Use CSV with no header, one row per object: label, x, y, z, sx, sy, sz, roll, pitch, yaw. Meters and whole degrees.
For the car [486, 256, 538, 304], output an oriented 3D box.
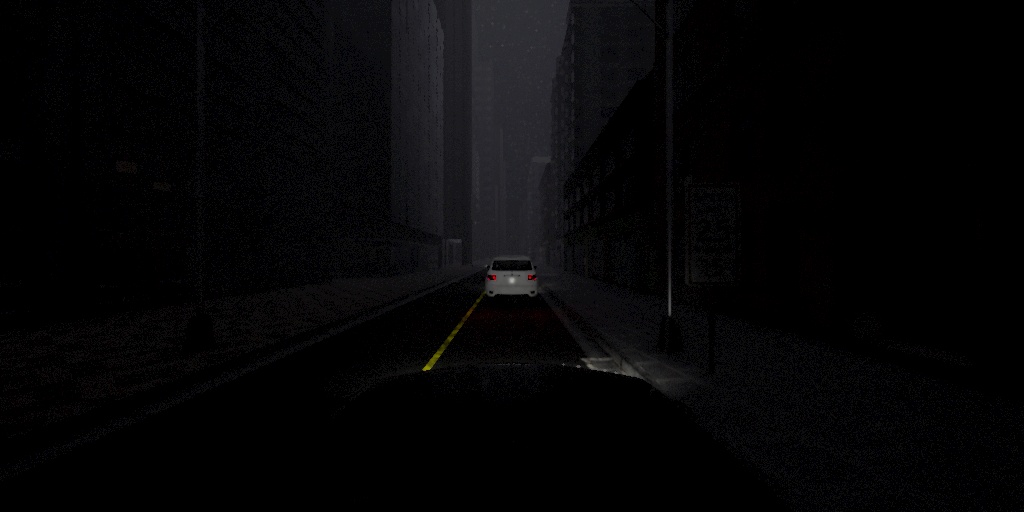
car,0.000,1.008,16.530,2.150,2.045,5.566,0,0,0
